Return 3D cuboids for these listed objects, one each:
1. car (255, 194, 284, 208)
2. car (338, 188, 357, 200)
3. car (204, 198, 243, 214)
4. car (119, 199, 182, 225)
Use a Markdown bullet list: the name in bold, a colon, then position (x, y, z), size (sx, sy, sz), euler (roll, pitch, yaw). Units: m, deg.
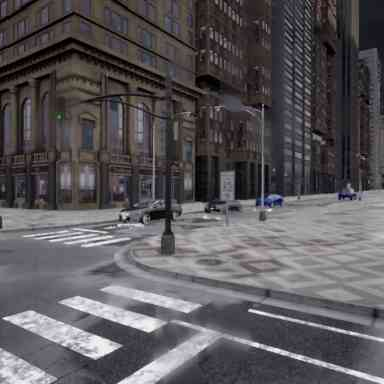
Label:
- **car**: position (8.945, 0.958, 38.068), size (1.882, 1.535, 5.008), euler (0, 1, 36)
- **car**: position (27.031, 0.362, 57.855), size (2.150, 2.045, 5.566), euler (0, 1, 36)
- **car**: position (2.823, 1.184, 29.529), size (1.994, 1.385, 4.181), euler (0, 1, 35)
- **car**: position (-2.629, 1.237, 21.901), size (2.128, 1.511, 4.902), euler (0, 1, 36)
